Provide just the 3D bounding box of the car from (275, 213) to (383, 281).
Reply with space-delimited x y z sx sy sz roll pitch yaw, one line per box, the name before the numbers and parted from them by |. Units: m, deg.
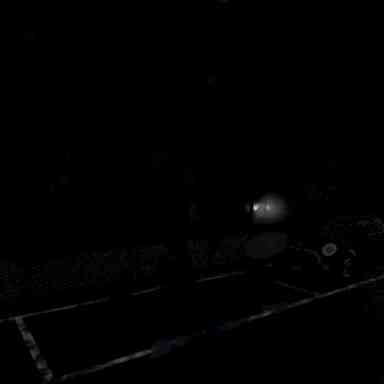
car | 4.253 1.389 9.568 4.097 1.590 1.967 0 0 -36
